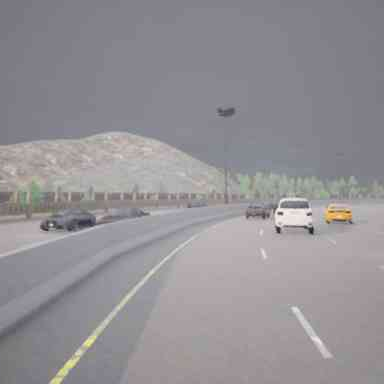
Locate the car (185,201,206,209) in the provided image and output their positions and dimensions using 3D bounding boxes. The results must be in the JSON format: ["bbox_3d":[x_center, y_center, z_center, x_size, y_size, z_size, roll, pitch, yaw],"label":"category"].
[{"bbox_3d":[0.563,2.106,52.951,1.994,1.385,4.181,0,-1,30],"label":"car"}]

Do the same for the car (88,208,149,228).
[{"bbox_3d":[-4.370,1.770,21.958,2.033,1.411,5.357,0,-1,13],"label":"car"}]

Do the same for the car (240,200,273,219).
[{"bbox_3d":[6.517,1.831,32.679,2.128,1.511,4.902,0,-1,20],"label":"car"}]

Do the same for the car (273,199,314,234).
[{"bbox_3d":[6.442,1.440,21.178,2.150,2.045,5.566,0,-1,15],"label":"car"}]

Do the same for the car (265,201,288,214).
[{"bbox_3d":[10.821,1.946,42.313,1.837,1.490,4.892,0,0,28],"label":"car"}]

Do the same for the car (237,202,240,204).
[{"bbox_3d":[9.734,2.190,60.602,1.994,1.385,4.181,0,-1,36],"label":"car"}]

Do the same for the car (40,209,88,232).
[{"bbox_3d":[-7.920,1.781,21.702,1.994,1.385,4.181,0,-1,13],"label":"car"}]

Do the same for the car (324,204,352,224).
[{"bbox_3d":[12.311,1.775,28.200,1.882,1.535,5.008,0,0,19],"label":"car"}]

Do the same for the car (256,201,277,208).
[{"bbox_3d":[13.468,2.222,59.872,1.895,1.301,4.718,0,-1,37],"label":"car"}]
